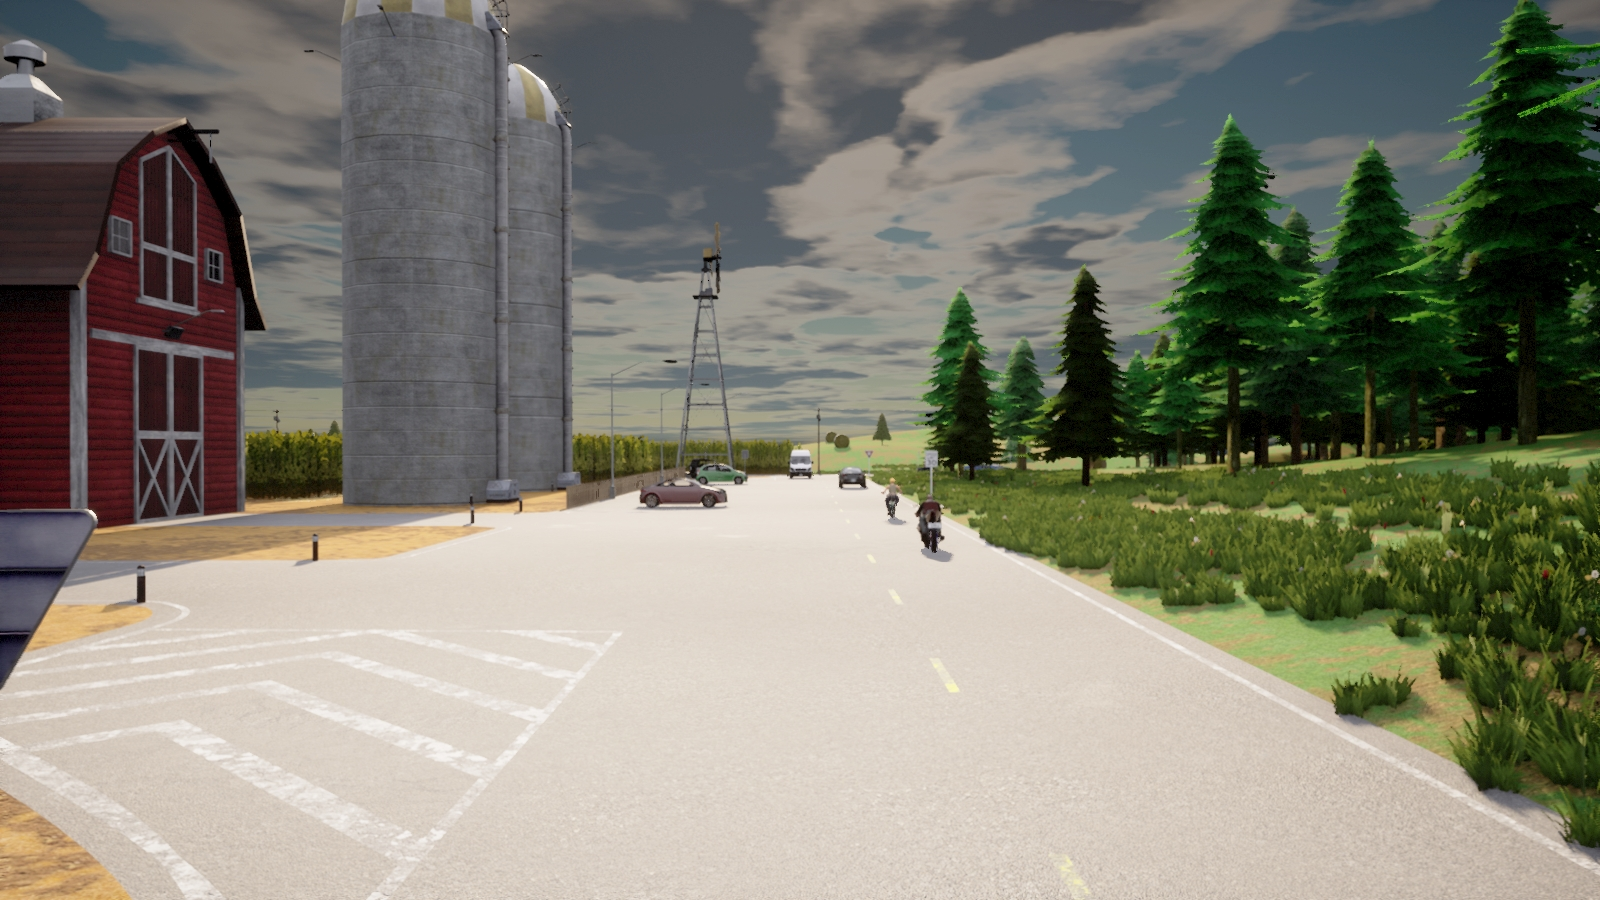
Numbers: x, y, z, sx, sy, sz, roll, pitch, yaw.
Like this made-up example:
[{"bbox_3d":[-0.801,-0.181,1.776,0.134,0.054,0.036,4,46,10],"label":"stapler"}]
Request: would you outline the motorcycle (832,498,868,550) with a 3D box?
[{"bbox_3d":[1.347,1.982,31.065,0.867,1.251,2.209,0,0,0],"label":"motorcycle"}]
